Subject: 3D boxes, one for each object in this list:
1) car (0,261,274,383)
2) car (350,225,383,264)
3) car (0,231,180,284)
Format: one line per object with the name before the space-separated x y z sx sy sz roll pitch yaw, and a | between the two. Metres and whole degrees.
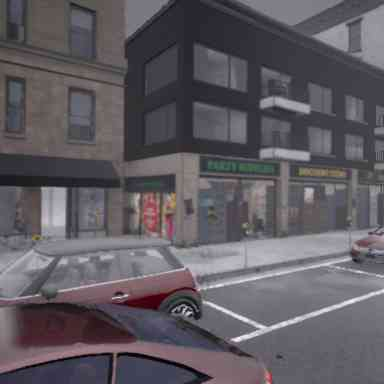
car | -1.348 1.563 2.109 4.181 1.385 1.994 1 0 -35
car | 7.078 1.718 11.235 4.206 1.307 1.802 1 0 -35
car | -1.893 1.452 4.836 4.097 1.590 1.967 1 0 -35
